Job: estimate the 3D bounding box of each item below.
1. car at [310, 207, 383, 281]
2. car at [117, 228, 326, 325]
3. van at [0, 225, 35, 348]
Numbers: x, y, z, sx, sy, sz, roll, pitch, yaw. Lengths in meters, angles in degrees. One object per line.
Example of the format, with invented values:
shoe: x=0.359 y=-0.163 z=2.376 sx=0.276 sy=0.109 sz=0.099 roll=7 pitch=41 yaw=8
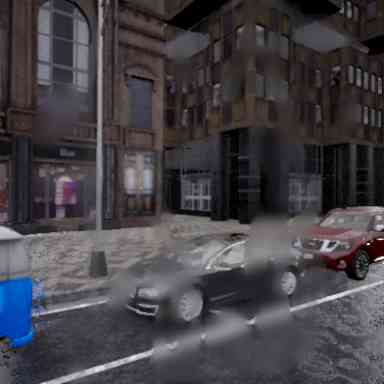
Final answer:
car: x=5.179 y=1.410 z=10.341 sx=5.009 sy=1.841 sz=2.192 roll=1 pitch=0 yaw=-35
car: x=0.602 y=1.593 z=7.078 sx=4.403 sy=1.369 sz=2.008 roll=1 pitch=0 yaw=-35
van: x=-3.970 y=1.330 z=3.817 sx=3.998 sy=1.788 sz=1.690 roll=1 pitch=0 yaw=-35
